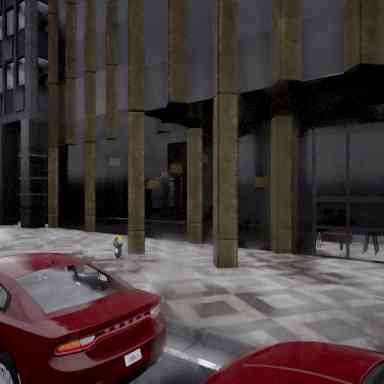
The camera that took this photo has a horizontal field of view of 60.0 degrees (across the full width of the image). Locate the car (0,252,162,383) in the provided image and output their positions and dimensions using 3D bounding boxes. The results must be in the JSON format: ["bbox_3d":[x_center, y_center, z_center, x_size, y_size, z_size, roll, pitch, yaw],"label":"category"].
[{"bbox_3d":[-2.414,1.545,4.678,4.507,1.381,1.887,0,0,35],"label":"car"}]

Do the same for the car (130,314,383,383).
[{"bbox_3d":[2.016,1.545,1.525,4.507,1.381,1.887,0,0,35],"label":"car"}]
